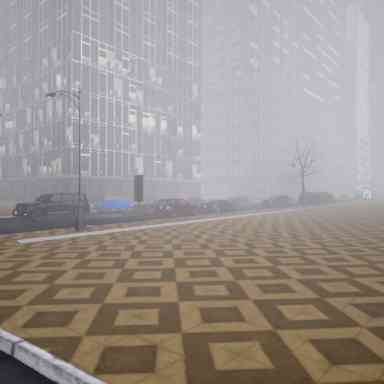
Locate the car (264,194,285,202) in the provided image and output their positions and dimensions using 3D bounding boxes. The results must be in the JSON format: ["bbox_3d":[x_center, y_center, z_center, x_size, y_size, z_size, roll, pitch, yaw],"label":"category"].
[{"bbox_3d":[14.606,1.056,58.589,1.947,1.339,4.313,1,1,41],"label":"car"}]

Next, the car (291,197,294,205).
[{"bbox_3d":[13.005,1.091,47.815,1.837,1.490,4.892,0,0,41],"label":"car"}]

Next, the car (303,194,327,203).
[{"bbox_3d":[21.313,1.032,57.532,2.033,1.411,5.357,0,1,41],"label":"car"}]

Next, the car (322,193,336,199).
[{"bbox_3d":[33.091,0.828,80.209,1.947,1.339,4.313,1,1,41],"label":"car"}]

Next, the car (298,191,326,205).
[{"bbox_3d":[17.267,0.885,48.800,2.192,1.841,5.009,1,1,41],"label":"car"}]

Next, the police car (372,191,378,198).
[{"bbox_3d":[43.132,0.672,79.562,1.930,1.638,5.238,0,1,41],"label":"police car"}]

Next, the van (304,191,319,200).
[{"bbox_3d":[25.698,0.694,71.557,1.690,1.788,3.998,1,1,41],"label":"van"}]

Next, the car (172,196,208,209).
[{"bbox_3d":[-0.188,1.218,41.300,1.887,1.381,4.507,1,1,41],"label":"car"}]

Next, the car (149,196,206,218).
[{"bbox_3d":[-1.124,1.240,27.106,1.967,1.590,4.097,1,1,41],"label":"car"}]

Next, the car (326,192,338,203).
[{"bbox_3d":[20.964,0.839,53.124,2.192,1.841,5.009,1,1,41],"label":"car"}]

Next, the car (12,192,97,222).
[{"bbox_3d":[-10.477,1.059,25.273,2.150,2.045,5.566,0,1,41],"label":"car"}]

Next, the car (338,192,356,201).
[{"bbox_3d":[28.468,0.957,61.904,1.752,1.417,4.829,1,1,41],"label":"car"}]

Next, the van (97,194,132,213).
[{"bbox_3d":[-7.665,1.107,32.723,1.690,1.788,3.998,1,1,41],"label":"van"}]

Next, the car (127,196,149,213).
[{"bbox_3d":[-3.788,1.354,33.096,1.895,1.301,4.718,0,1,41],"label":"car"}]

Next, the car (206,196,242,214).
[{"bbox_3d":[2.530,1.320,31.467,1.947,1.339,4.313,1,1,41],"label":"car"}]

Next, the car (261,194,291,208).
[{"bbox_3d":[9.872,1.244,40.157,1.802,1.307,4.206,1,1,41],"label":"car"}]

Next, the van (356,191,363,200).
[{"bbox_3d":[35.752,0.683,70.420,1.690,1.788,3.998,1,1,41],"label":"van"}]

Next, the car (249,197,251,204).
[{"bbox_3d":[7.211,1.148,49.941,1.947,1.339,4.313,1,1,41],"label":"car"}]

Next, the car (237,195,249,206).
[{"bbox_3d":[5.040,1.244,43.388,1.895,1.301,4.718,0,1,41],"label":"car"}]
